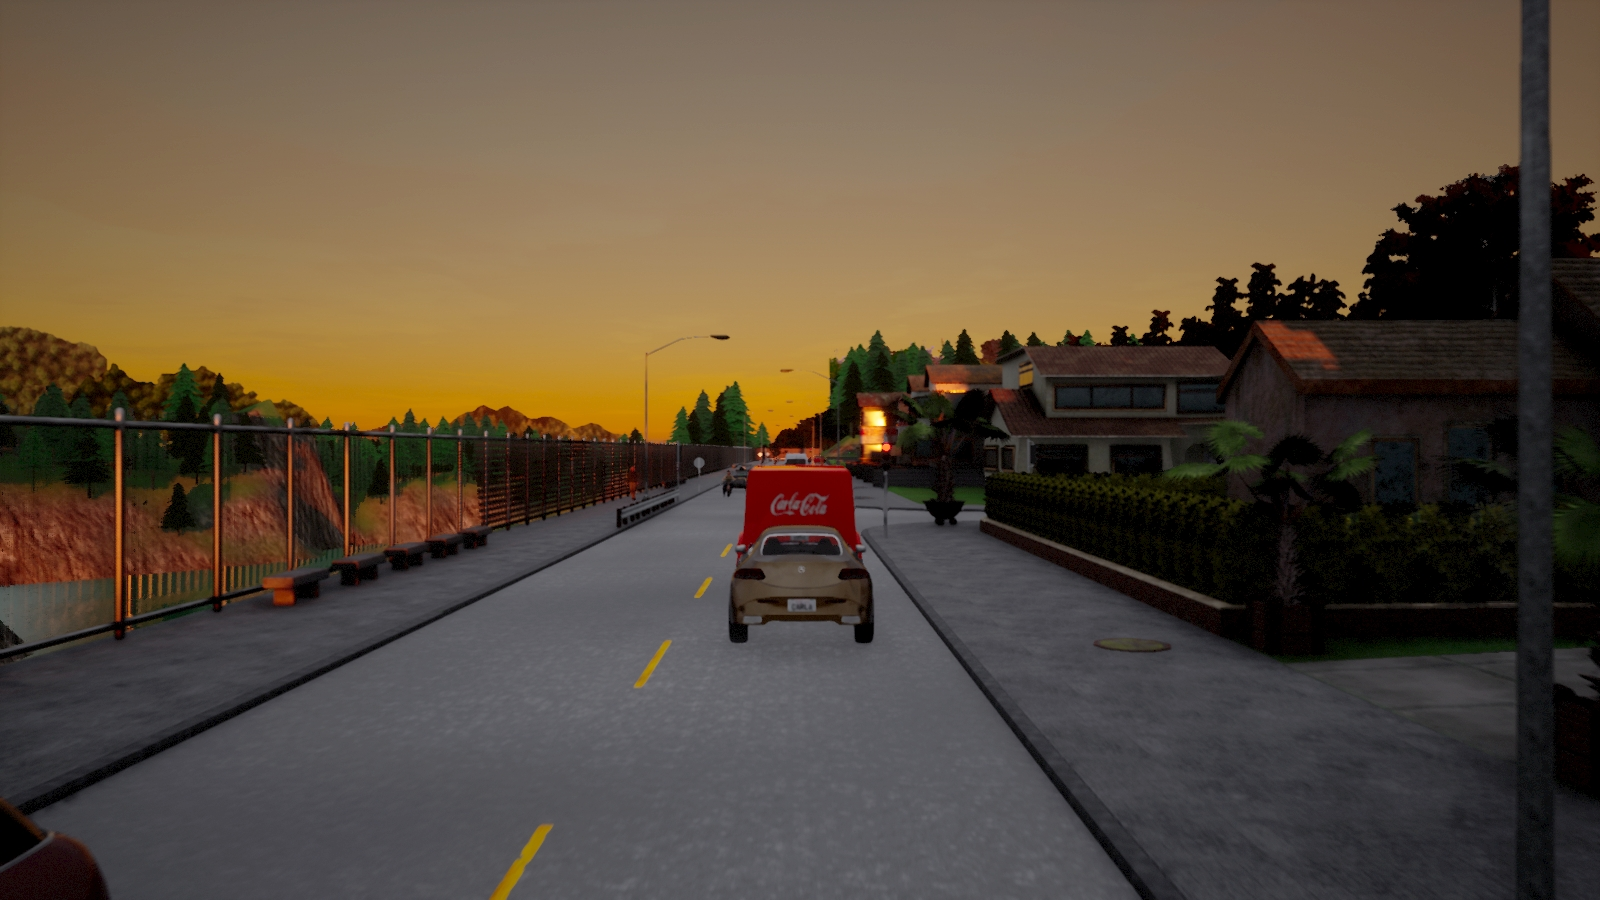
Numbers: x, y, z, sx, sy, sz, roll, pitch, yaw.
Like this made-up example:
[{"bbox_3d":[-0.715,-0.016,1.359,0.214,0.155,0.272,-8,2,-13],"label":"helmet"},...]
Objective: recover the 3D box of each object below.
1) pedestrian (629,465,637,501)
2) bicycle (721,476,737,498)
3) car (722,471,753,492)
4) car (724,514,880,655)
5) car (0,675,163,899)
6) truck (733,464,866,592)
[{"bbox_3d":[-8.756,1.744,59.965,0.375,1.860,0.375,0,0,4],"label":"pedestrian"},{"bbox_3d":[-4.195,2.157,67.247,0.859,1.276,1.487,0,0,0],"label":"bicycle"},{"bbox_3d":[-4.249,2.155,78.051,1.895,1.301,4.718,0,0,0],"label":"car"},{"bbox_3d":[0.013,1.992,18.224,2.152,1.651,5.027,0,0,0],"label":"car"},{"bbox_3d":[-3.920,1.905,2.898,2.097,1.767,4.553,0,0,0],"label":"car"},{"bbox_3d":[-0.015,1.569,25.145,2.627,2.467,5.204,0,0,0],"label":"truck"}]
